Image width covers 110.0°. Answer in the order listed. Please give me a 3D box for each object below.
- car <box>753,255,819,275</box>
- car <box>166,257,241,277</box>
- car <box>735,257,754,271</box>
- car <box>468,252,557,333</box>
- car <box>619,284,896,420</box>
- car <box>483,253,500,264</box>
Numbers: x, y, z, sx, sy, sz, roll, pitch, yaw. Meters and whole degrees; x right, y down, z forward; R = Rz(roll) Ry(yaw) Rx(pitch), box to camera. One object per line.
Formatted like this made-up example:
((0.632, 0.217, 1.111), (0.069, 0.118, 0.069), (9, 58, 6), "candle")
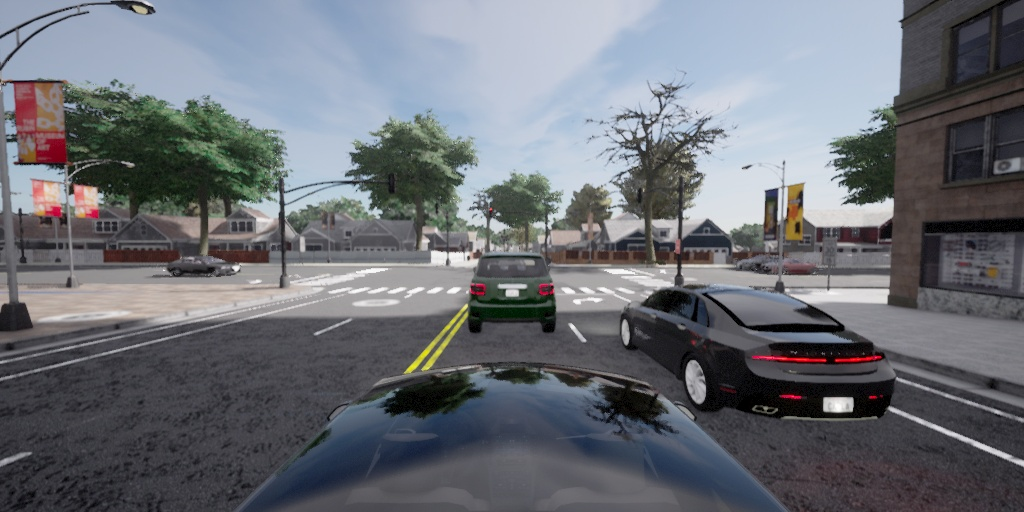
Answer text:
((23.803, 0.894, 30.910), (4.181, 1.385, 1.994), (0, 3, 0), "car")
((-23.726, 0.805, 27.703), (4.902, 1.511, 2.128), (0, 3, 0), "car")
((24.046, 0.670, 34.151), (4.902, 1.511, 2.128), (0, 3, 0), "car")
((-0.011, 0.893, 10.610), (2.150, 2.045, 5.566), (0, 0, 0), "car")
((3.259, 1.215, 5.997), (1.837, 1.490, 4.892), (0, 0, 0), "car")
((-2.913, 0.376, 52.170), (2.128, 1.511, 4.902), (0, 1, 1), "car")
